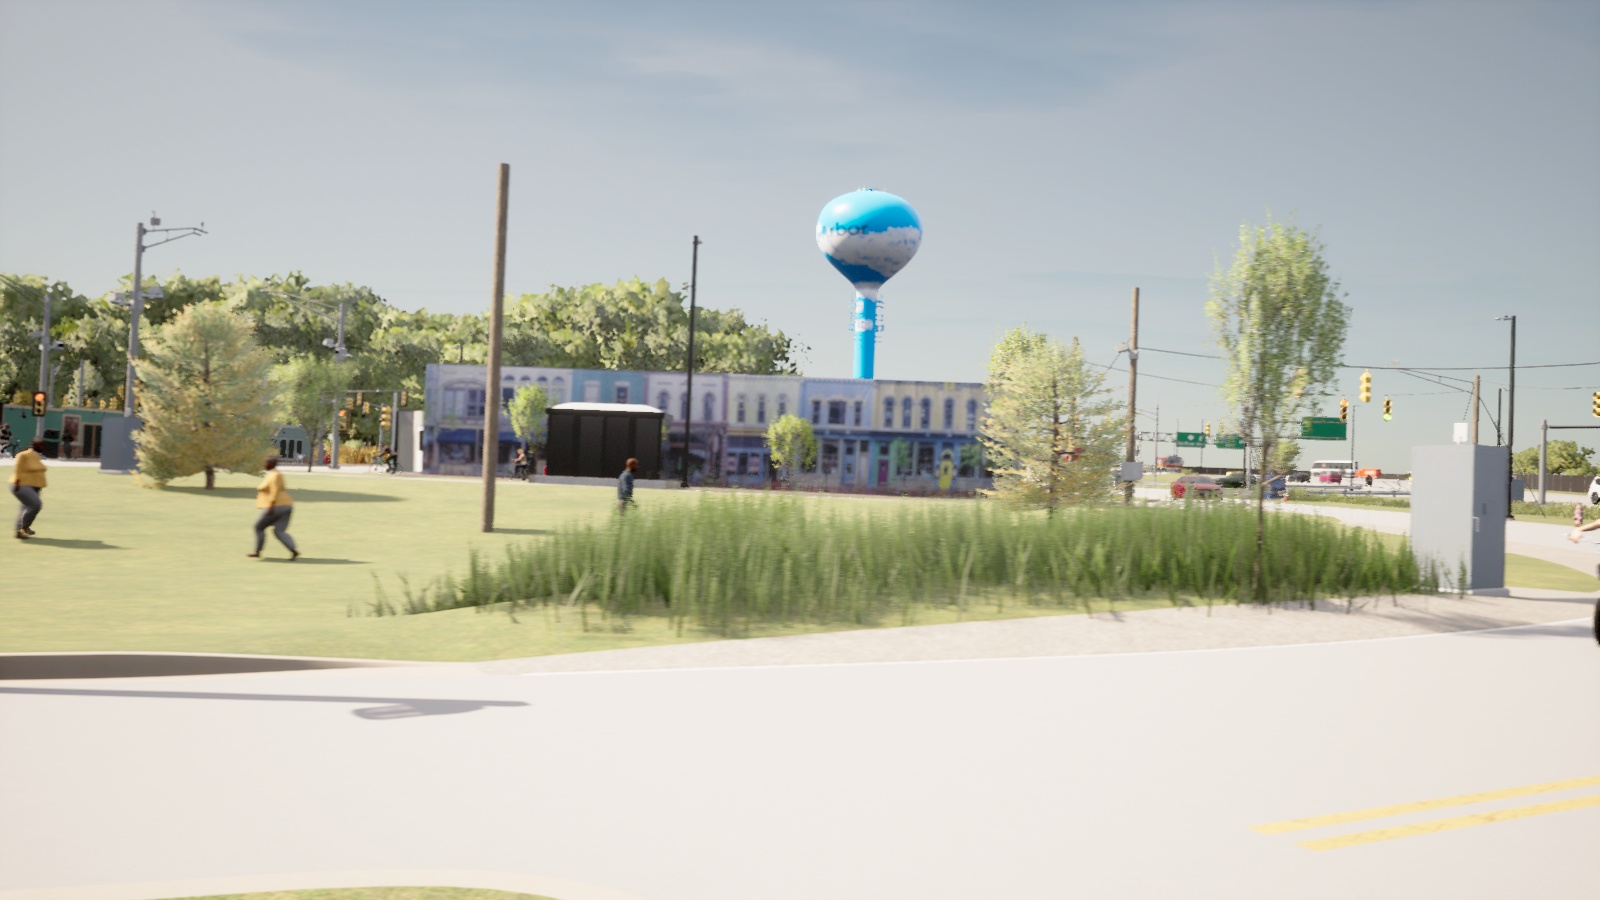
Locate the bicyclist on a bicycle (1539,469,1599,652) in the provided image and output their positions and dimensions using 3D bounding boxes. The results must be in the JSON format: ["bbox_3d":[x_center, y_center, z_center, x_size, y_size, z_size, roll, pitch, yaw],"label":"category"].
[{"bbox_3d":[7.642,0.997,11.622,1.509,1.612,0.866,2,-1,-37],"label":"bicyclist on a bicycle"}]

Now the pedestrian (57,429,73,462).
[{"bbox_3d":[-43.499,-0.255,74.330,0.402,1.930,0.666,2,-2,5],"label":"pedestrian"}]

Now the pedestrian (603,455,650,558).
[{"bbox_3d":[-3.155,1.028,22.840,0.726,1.835,0.370,2,-2,1],"label":"pedestrian"}]

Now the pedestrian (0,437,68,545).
[{"bbox_3d":[-13.842,0.726,22.460,0.900,1.855,0.874,2,-2,-1],"label":"pedestrian"}]

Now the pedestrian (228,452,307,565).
[{"bbox_3d":[-9.091,0.991,21.486,0.900,1.855,0.874,2,-2,-1],"label":"pedestrian"}]

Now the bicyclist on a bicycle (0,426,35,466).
[{"bbox_3d":[-35.986,-0.199,57.219,1.843,1.776,0.659,2,-2,4],"label":"bicyclist on a bicycle"}]

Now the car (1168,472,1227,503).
[{"bbox_3d":[21.749,2.014,68.925,1.882,1.535,5.008,2,-1,4],"label":"car"}]
